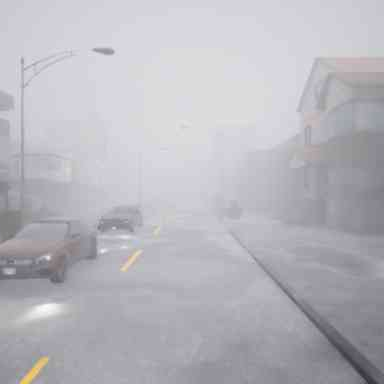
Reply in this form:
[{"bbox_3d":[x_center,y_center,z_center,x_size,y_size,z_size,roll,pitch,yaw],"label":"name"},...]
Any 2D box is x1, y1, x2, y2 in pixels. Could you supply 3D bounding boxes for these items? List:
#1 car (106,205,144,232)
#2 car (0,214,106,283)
[{"bbox_3d":[-4.101,1.518,20.142,2.033,1.411,5.357,0,0,0],"label":"car"},{"bbox_3d":[-4.098,1.512,9.765,1.812,1.442,4.674,0,0,0],"label":"car"}]
